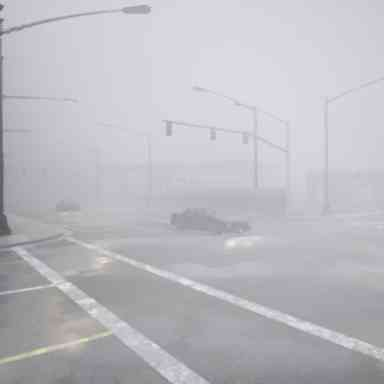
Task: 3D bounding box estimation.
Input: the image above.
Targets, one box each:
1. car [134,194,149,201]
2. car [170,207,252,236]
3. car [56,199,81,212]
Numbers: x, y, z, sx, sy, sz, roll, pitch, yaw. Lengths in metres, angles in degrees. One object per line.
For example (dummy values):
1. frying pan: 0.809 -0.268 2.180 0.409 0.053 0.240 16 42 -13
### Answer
1. car: -10.383 1.181 72.817 4.611 1.667 2.242 0 0 -36
2. car: 0.834 1.530 18.627 2.033 1.411 5.357 0 0 -37
3. car: -14.581 1.536 38.984 1.812 1.442 4.674 0 0 -37
